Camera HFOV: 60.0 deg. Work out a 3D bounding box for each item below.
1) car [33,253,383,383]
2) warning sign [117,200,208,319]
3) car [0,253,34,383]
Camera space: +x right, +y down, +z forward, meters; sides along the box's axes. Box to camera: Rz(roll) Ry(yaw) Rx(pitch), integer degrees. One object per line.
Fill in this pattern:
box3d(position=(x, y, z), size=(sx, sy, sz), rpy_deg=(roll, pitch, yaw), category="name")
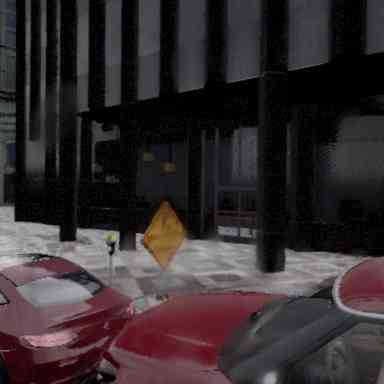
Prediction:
box3d(position=(1.547, 1.315, 1.855), size=(5.009, 1.841, 2.192), rpy_deg=(0, 1, 35), category="car")
box3d(position=(-0.523, 1.106, 6.183), size=(1.060, 1.860, 1.300), rpy_deg=(1, 0, 35), category="warning sign")
box3d(position=(-2.591, 1.571, 4.816), size=(4.206, 1.307, 1.802), rpy_deg=(0, 1, 35), category="car")
